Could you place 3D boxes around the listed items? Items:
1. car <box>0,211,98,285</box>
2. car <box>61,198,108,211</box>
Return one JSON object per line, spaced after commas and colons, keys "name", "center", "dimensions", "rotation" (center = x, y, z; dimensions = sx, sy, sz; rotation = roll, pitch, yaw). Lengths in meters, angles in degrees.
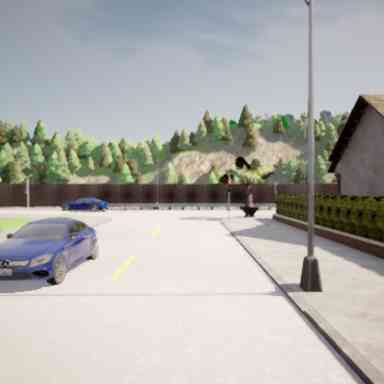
{"name": "car", "center": [-4.059, 1.499, 9.579], "dimensions": [1.812, 1.442, 4.674], "rotation": [0, 0, 0]}
{"name": "car", "center": [-11.878, 1.377, 36.785], "dimensions": [5.008, 1.535, 1.882], "rotation": [0, 0, 4]}
